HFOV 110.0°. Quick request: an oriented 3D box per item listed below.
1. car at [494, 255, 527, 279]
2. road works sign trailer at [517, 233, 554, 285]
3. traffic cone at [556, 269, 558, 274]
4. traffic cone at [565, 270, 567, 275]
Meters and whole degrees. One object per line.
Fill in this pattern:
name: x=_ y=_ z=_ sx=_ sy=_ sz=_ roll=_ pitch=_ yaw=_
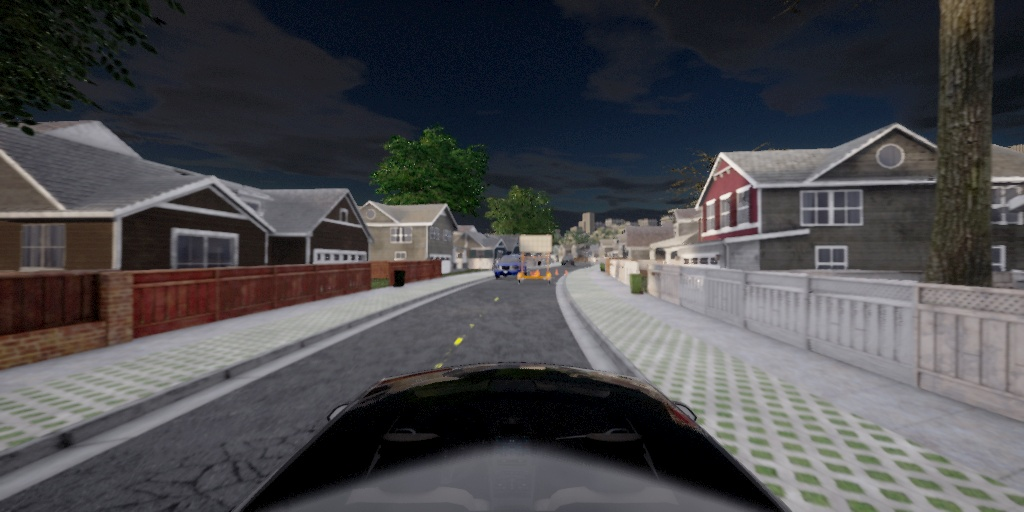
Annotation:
car: x=-0.036 y=0.937 z=31.812 sx=2.150 sy=2.045 sz=5.566 roll=0 pitch=0 yaw=10
road works sign trailer: x=1.704 y=0.182 z=25.729 sx=2.380 sy=3.560 sz=2.880 roll=0 pitch=0 yaw=10
traffic cone: x=4.789 y=1.678 z=38.385 sx=0.340 sy=0.580 sz=0.340 roll=0 pitch=0 yaw=10
traffic cone: x=5.774 y=1.678 z=38.210 sx=0.340 sy=0.580 sz=0.340 roll=0 pitch=0 yaw=10
